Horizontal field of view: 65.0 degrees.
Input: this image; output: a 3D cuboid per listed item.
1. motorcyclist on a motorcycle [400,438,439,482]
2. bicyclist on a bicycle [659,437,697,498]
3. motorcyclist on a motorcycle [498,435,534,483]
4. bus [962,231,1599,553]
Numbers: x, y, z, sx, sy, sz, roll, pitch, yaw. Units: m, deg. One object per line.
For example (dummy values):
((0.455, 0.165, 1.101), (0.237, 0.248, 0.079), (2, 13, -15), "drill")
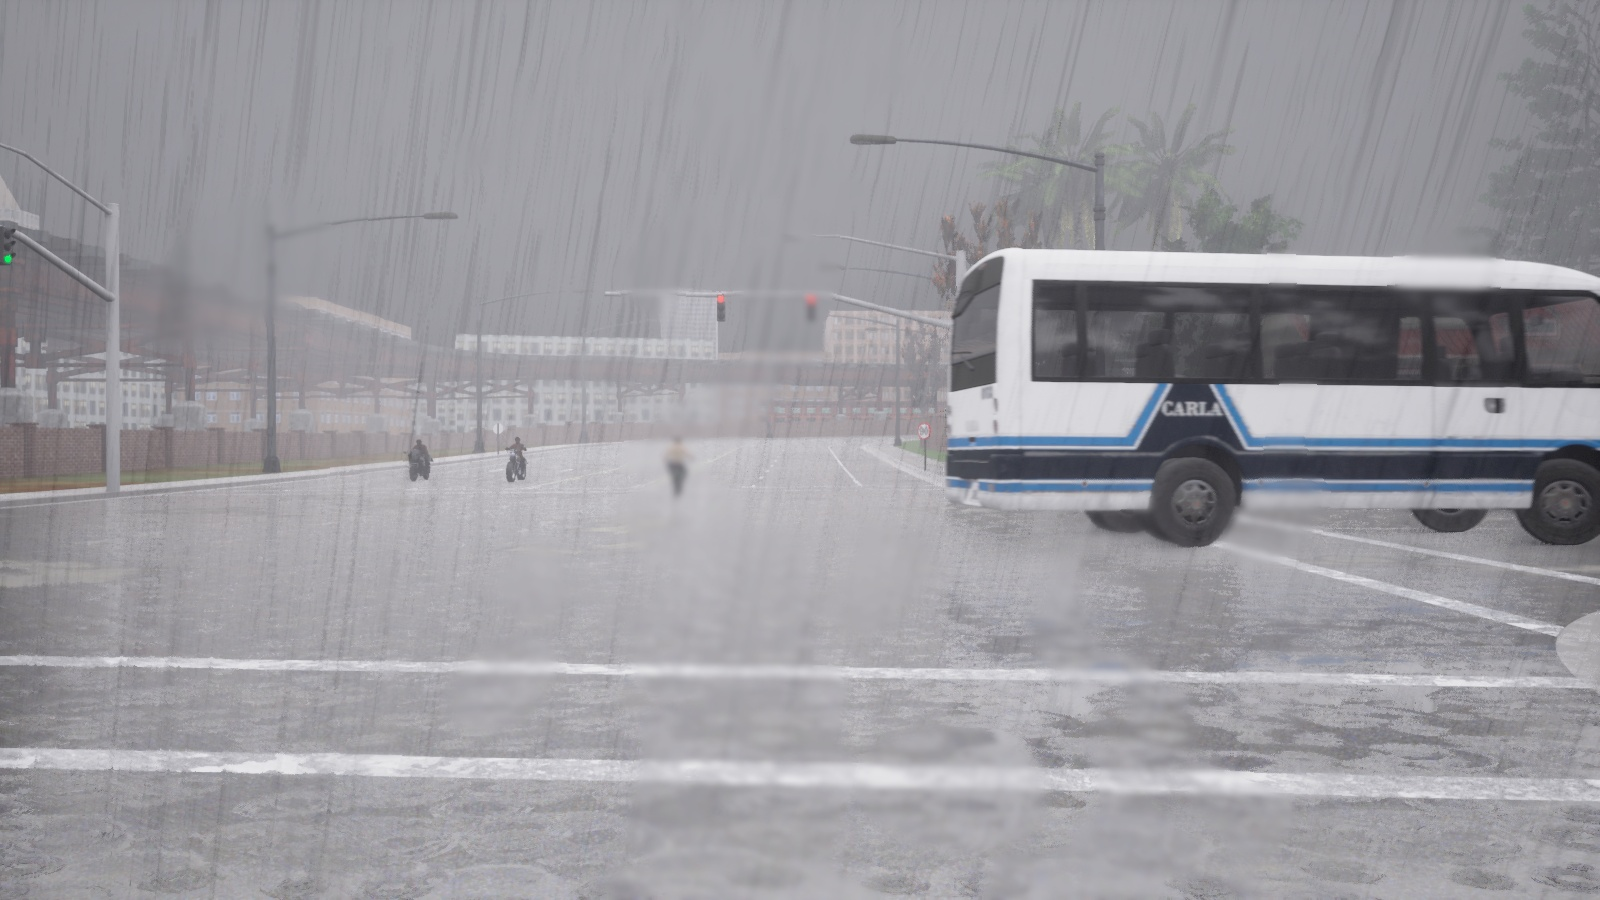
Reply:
((-13.740, 0.342, 45.423), (0.797, 1.523, 2.044), (0, 1, 0), "motorcyclist on a motorcycle")
((-3.297, 0.450, 34.093), (0.866, 1.612, 1.509), (0, 0, 0), "bicyclist on a bicycle")
((-10.241, 0.312, 45.339), (0.766, 1.649, 2.350), (0, 1, 0), "motorcyclist on a motorcycle")
((7.984, -0.735, 19.129), (10.273, 4.253, 3.944), (0, 0, -6), "bus")
